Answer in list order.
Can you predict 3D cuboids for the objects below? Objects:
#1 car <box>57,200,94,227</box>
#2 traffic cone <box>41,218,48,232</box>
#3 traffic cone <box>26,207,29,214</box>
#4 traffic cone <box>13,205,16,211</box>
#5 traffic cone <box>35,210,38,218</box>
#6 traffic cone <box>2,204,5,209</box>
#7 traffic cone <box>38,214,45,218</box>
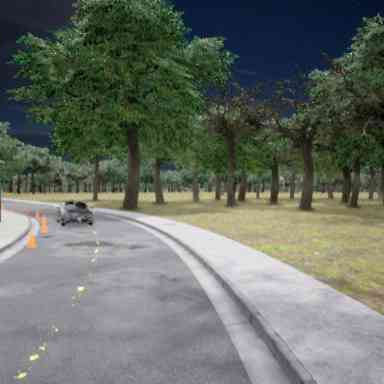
[{"bbox_3d":[-7.654,1.324,21.626,1.837,1.490,4.892,0,0,-26],"label":"car"},{"bbox_3d":[-7.807,1.810,17.556,0.340,0.580,0.340,0,1,-21],"label":"traffic cone"},{"bbox_3d":[-14.839,1.680,29.951,0.340,0.580,0.340,0,1,-38],"label":"traffic cone"},{"bbox_3d":[-17.960,1.637,33.670,0.340,0.580,0.340,0,1,-41],"label":"traffic cone"},{"bbox_3d":[-12.107,1.722,26.048,0.340,0.580,0.340,0,1,-32],"label":"traffic cone"},{"bbox_3d":[-21.241,1.595,37.443,0.340,0.580,0.340,0,1,-41],"label":"traffic cone"},{"bbox_3d":[-9.756,1.766,21.904,0.340,0.580,0.340,0,1,-27],"label":"traffic cone"}]
